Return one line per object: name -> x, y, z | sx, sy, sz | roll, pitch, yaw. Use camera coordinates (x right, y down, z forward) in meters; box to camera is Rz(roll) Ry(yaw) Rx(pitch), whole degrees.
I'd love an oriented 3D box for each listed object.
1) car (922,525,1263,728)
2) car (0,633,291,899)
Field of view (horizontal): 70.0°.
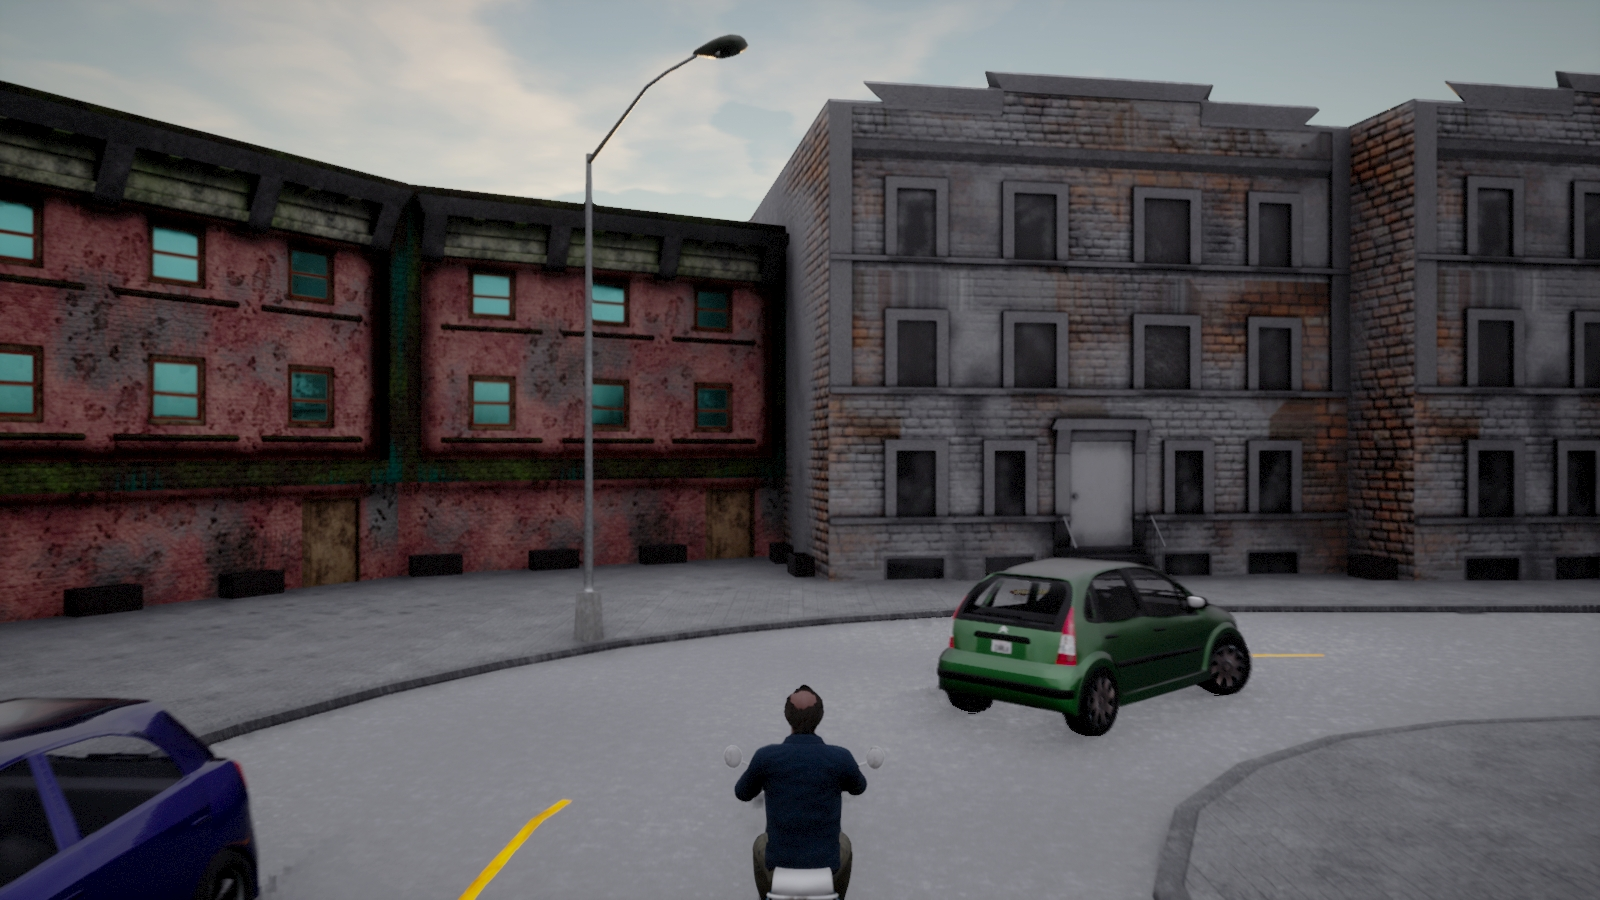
car -> 3.363, 1.781, 12.705 | 3.988, 1.617, 1.851 | 0, 0, -44
car -> -3.935, 1.818, 4.798 | 1.845, 1.501, 3.633 | 0, 0, 3
